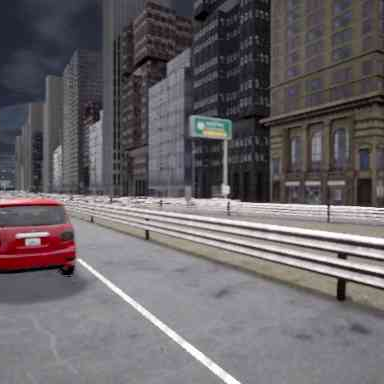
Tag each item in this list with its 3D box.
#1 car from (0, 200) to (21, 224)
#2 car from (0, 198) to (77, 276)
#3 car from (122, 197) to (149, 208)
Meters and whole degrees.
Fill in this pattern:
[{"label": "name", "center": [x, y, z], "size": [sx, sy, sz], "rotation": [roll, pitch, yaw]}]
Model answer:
[{"label": "car", "center": [-14.156, 1.412, 25.170], "size": [1.882, 1.535, 5.008], "rotation": [0, 0, -31]}, {"label": "car", "center": [-4.904, 1.192, 9.684], "size": [2.150, 2.045, 5.566], "rotation": [0, 0, -31]}, {"label": "car", "center": [-8.491, 1.472, 49.176], "size": [4.902, 1.511, 2.128], "rotation": [0, 1, 41]}]
